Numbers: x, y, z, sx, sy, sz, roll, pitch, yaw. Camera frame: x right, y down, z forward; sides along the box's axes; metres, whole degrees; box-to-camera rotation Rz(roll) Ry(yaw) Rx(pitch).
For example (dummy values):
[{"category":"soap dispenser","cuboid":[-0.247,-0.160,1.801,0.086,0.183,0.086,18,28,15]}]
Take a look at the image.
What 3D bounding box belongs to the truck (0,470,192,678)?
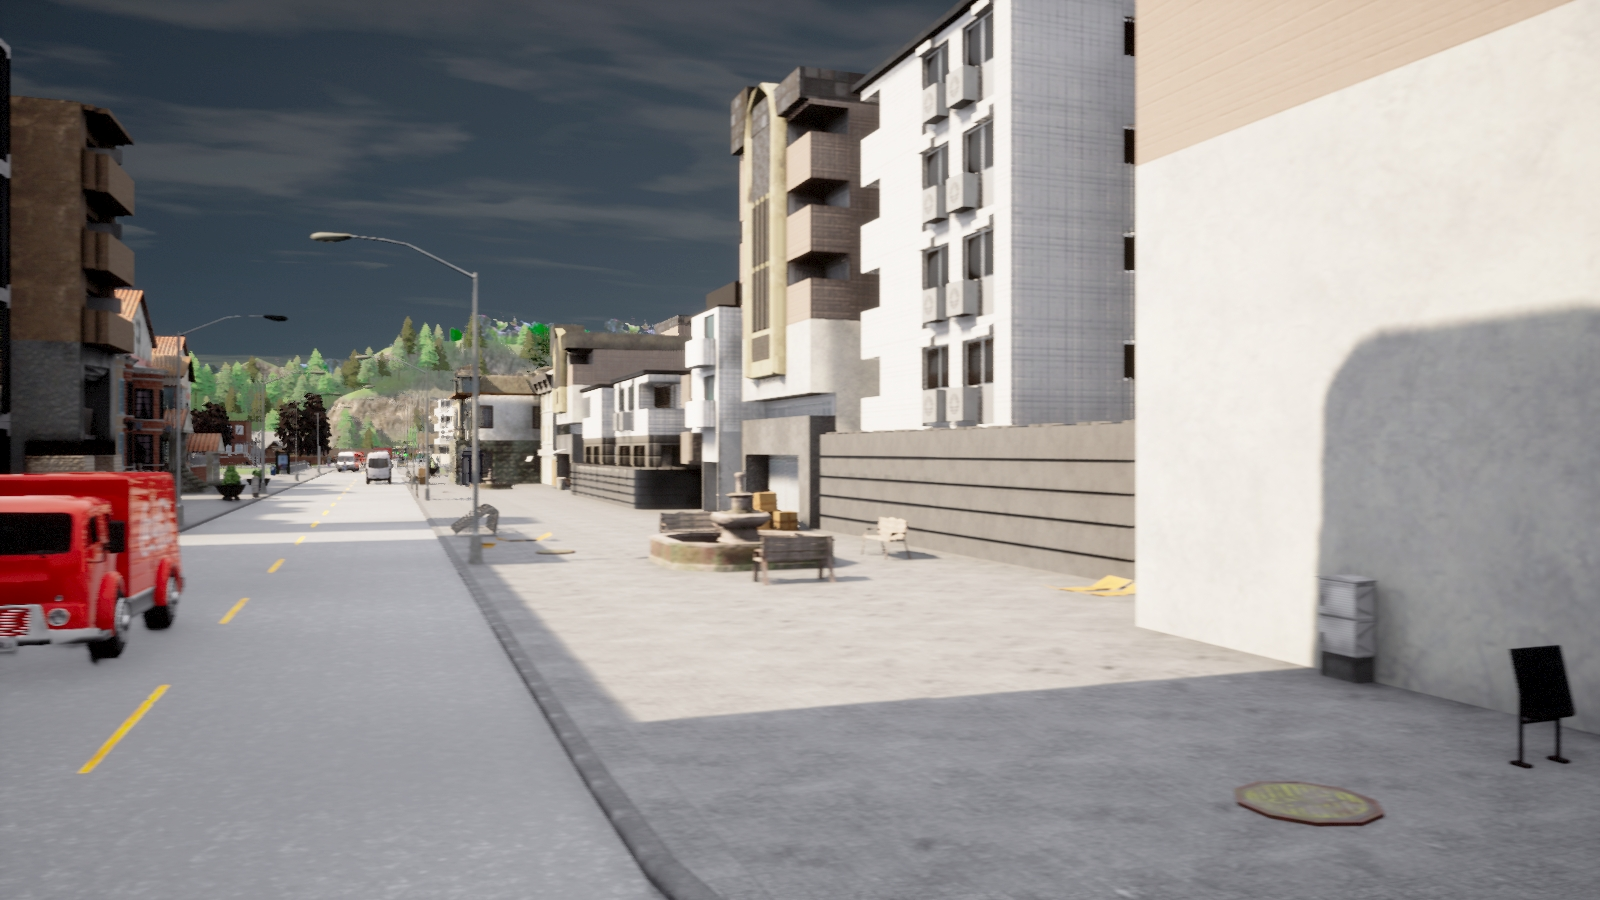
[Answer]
[{"category":"truck","cuboid":[-10.674,1.568,16.488,2.627,2.467,5.204,0,0,-20]}]
